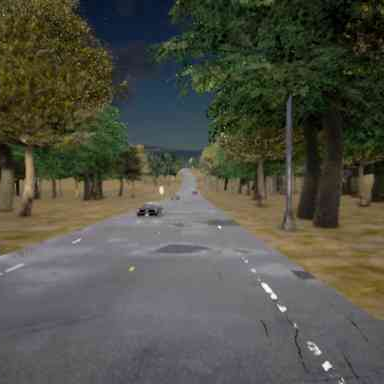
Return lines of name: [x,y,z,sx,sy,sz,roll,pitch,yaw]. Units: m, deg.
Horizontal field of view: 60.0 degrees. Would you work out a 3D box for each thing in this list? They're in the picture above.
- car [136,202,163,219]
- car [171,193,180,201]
car: [-3.595,1.533,28.800,1.895,1.301,4.718,0,0,0]
car: [-3.493,1.099,70.247,1.837,1.490,4.892,0,1,0]
